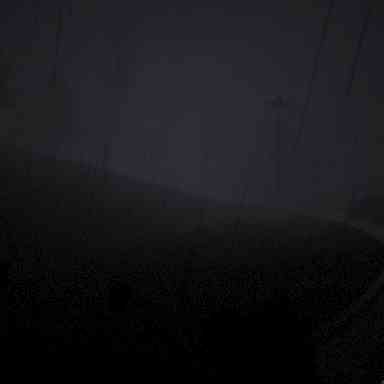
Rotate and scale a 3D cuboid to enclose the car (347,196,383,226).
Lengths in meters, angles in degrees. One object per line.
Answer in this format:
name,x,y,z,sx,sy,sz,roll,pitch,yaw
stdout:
car,13.049,1.257,23.481,2.150,2.045,5.566,0,0,3
